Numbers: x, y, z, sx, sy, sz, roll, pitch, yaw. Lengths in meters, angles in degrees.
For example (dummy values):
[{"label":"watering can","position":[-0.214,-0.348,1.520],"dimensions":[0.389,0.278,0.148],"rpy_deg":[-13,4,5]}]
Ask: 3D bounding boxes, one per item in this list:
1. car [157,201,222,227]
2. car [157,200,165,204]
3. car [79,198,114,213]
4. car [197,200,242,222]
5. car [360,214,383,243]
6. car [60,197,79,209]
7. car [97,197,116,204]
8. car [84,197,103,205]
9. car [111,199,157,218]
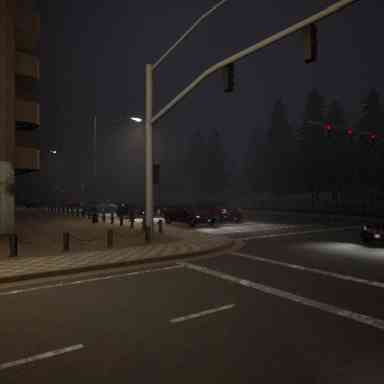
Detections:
[{"label":"car","position":[-0.286,1.581,23.533],"dimensions":[1.812,1.442,4.674],"rpy_deg":[0,0,-37]},{"label":"car","position":[-3.342,1.547,33.734],"dimensions":[2.128,1.511,4.902],"rpy_deg":[0,0,-36]},{"label":"car","position":[-11.146,1.656,38.586],"dimensions":[1.895,1.301,4.718],"rpy_deg":[0,0,-36]},{"label":"car","position":[1.895,1.407,26.465],"dimensions":[2.097,1.767,4.553],"rpy_deg":[0,0,-36]},{"label":"car","position":[9.550,1.547,15.082],"dimensions":[4.674,1.442,1.812],"rpy_deg":[0,0,-35]},{"label":"car","position":[-17.256,1.533,47.131],"dimensions":[1.882,1.535,5.008],"rpy_deg":[0,0,-35]},{"label":"car","position":[-16.662,1.656,64.508],"dimensions":[1.895,1.301,4.718],"rpy_deg":[0,0,-36]},{"label":"car","position":[-17.987,1.656,60.388],"dimensions":[1.895,1.301,4.718],"rpy_deg":[0,0,-36]},{"label":"car","position":[-5.403,1.619,30.602],"dimensions":[1.994,1.385,4.181],"rpy_deg":[0,0,-36]}]
